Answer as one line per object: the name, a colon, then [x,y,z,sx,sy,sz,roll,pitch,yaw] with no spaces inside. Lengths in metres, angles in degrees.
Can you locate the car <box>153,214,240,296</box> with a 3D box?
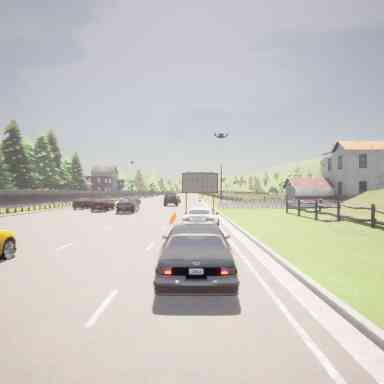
car: [0.108,1.547,8.795,2.033,1.411,5.357,0,0,1]

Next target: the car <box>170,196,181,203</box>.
car: [-3.319,1.564,68.547,1.994,1.385,4.181,0,0,0]

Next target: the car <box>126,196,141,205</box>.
car: [-10.335,1.526,58.848,1.812,1.442,4.674,0,0,-1]

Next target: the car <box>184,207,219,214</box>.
car: [0.512,1.538,18.444,1.812,1.442,4.674,0,-1,6]

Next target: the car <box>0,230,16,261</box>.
car: [-6.890,1.478,9.292,1.882,1.535,5.008,0,0,0]

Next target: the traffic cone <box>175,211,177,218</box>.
traffic cone: [-1.458,1.955,25.151,0.340,0.580,0.340,0,0,0]

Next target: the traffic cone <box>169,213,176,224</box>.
traffic cone: [-1.460,1.955,23.151,0.340,0.580,0.340,0,0,0]

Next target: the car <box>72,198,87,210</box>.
car: [-13.849,1.478,43.106,1.882,1.535,5.008,0,0,0]

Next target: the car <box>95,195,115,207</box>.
car: [-13.839,1.352,53.104,2.097,1.767,4.553,0,0,0]

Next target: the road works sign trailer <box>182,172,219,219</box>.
road works sign trailer: [0.511,0.464,22.058,2.380,3.560,2.880,0,0,-4]

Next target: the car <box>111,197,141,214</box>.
car: [-6.858,1.491,35.851,2.128,1.511,4.902,0,0,0]

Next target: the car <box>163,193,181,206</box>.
car: [-3.337,1.221,53.331,2.150,2.045,5.566,0,0,0]

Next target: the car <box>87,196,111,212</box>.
car: [-10.354,1.477,39.088,1.882,1.535,5.008,0,0,0]
